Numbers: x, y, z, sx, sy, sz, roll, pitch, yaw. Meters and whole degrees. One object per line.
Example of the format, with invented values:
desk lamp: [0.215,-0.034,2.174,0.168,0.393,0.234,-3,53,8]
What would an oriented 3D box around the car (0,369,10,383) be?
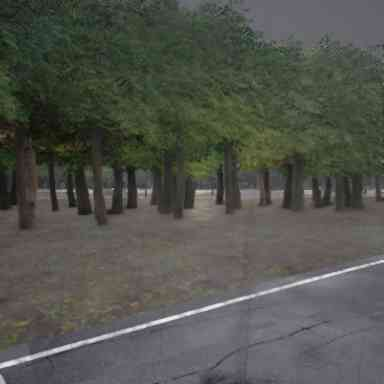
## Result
car: [-3.357,1.650,1.341,4.718,1.301,1.895,-2,1,-35]
